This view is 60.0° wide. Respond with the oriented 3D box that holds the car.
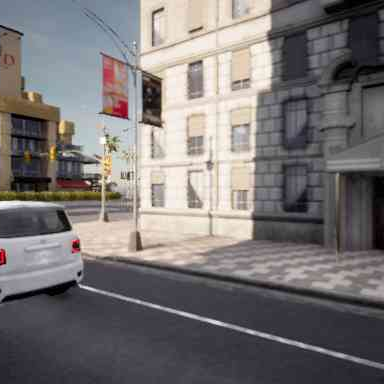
[{"bbox_3d":[-4.769,1.212,7.373,5.566,2.045,2.150,0,0,36],"label":"car"}]
